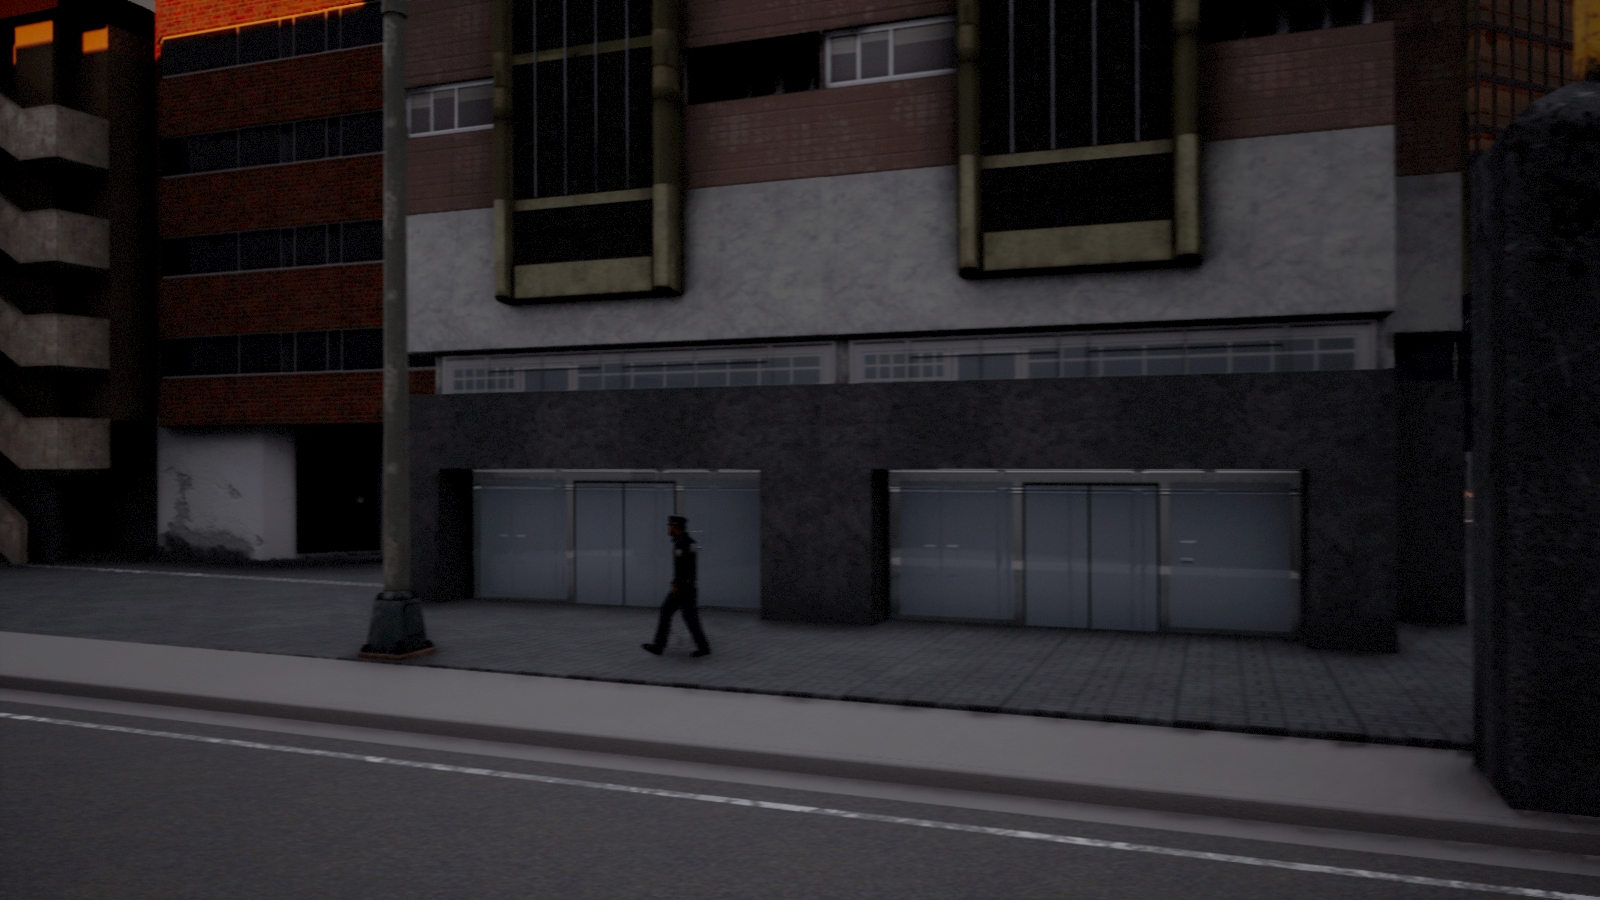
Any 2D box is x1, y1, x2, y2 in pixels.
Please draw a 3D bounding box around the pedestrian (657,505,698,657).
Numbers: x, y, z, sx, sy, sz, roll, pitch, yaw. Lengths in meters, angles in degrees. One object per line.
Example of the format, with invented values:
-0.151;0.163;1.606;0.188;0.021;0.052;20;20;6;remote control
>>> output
-1.536;1.639;14.384;0.375;1.860;0.375;0;0;20;pedestrian
